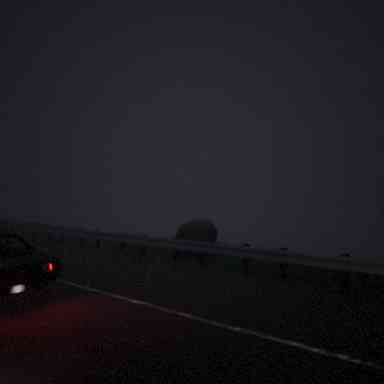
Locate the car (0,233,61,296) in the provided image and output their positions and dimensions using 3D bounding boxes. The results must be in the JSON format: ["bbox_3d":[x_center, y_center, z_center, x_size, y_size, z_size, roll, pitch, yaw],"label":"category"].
[{"bbox_3d":[-5.243,1.658,7.995,4.718,1.301,1.895,0,0,37],"label":"car"}]
